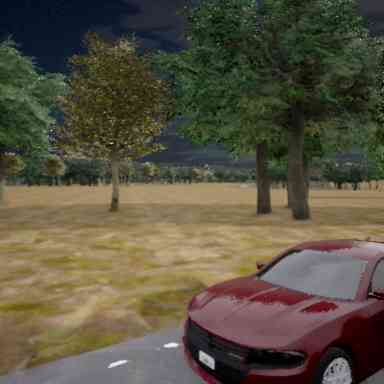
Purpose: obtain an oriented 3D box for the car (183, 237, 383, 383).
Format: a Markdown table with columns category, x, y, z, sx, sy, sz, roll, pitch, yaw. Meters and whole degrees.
| category | x | y | z | sx | sy | sz | roll | pitch | yaw |
| --- | --- | --- | --- | --- | --- | --- | --- | --- | --- |
| car | 2.188 | 1.492 | 4.936 | 5.008 | 1.535 | 1.882 | 0 | 0 | -35 |
